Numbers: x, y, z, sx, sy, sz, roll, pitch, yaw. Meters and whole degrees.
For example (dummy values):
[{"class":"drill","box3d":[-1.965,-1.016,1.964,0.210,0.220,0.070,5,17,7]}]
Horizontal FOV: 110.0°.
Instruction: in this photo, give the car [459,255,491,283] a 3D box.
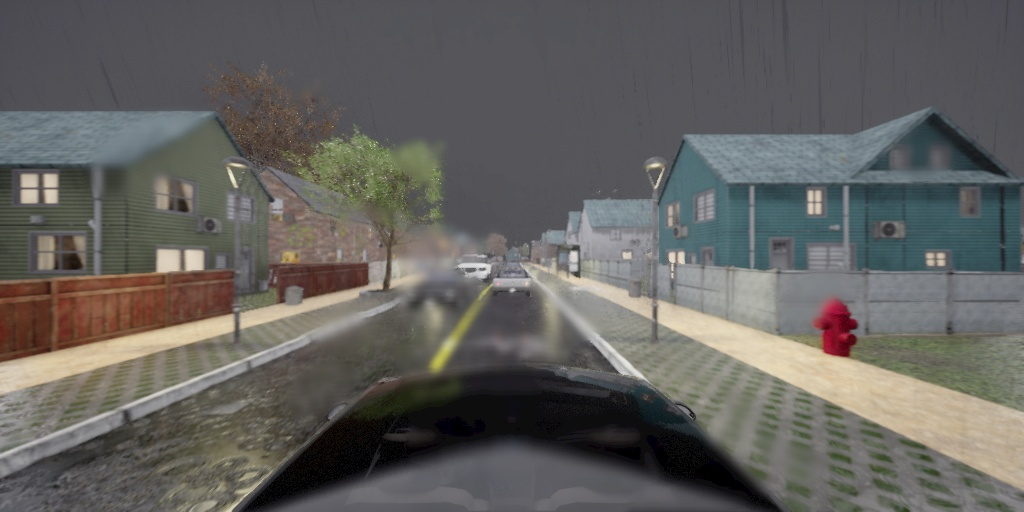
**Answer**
[{"class":"car","box3d":[-2.795,0.926,27.714,2.150,2.045,5.566,0,0,0]}]

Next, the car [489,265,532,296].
[{"class":"car","box3d":[0.036,1.313,18.868,1.895,1.301,4.718,0,0,1]}]

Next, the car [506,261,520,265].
[{"class":"car","box3d":[0.077,1.245,38.073,2.033,1.411,5.357,0,0,0]}]

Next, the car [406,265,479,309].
[{"class":"car","box3d":[-2.791,1.265,14.982,2.033,1.411,5.357,0,0,0]}]
